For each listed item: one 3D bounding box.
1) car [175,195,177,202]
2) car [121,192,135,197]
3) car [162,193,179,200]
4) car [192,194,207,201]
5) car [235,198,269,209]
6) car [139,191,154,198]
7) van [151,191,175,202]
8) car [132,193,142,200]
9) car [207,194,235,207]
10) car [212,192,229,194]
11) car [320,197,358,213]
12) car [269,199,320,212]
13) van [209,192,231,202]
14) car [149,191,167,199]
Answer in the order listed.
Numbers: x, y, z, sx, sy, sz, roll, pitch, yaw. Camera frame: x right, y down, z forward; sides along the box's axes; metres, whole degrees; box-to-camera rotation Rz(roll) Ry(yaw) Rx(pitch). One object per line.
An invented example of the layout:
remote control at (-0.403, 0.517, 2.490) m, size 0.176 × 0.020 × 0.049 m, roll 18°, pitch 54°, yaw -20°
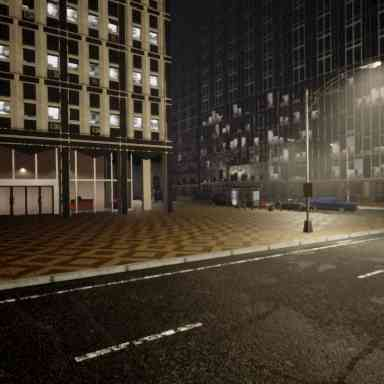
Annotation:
car at (-4.720, 0.887, 62.788) m, size 2.097 × 1.767 × 4.553 m, roll -1°, pitch 1°, yaw -35°
car at (-17.667, 0.688, 91.629) m, size 2.008 × 1.369 × 4.403 m, roll 0°, pitch 1°, yaw -35°
car at (-4.769, 0.936, 72.908) m, size 1.802 × 1.307 × 4.206 m, roll 0°, pitch 1°, yaw -35°
car at (1.679, 1.043, 63.547) m, size 1.802 × 1.307 × 4.206 m, roll 0°, pitch 1°, yaw -35°
car at (7.581, 1.388, 40.011) m, size 1.802 × 1.307 × 4.206 m, roll 0°, pitch 1°, yaw -35°
car at (-11.218, 0.686, 82.267) m, size 1.967 × 1.590 × 4.097 m, roll 0°, pitch 1°, yaw -35°
van at (-5.222, 0.937, 58.792) m, size 1.690 × 1.788 × 3.998 m, roll 0°, pitch 1°, yaw -35°
car at (-11.671, 1.039, 68.155) m, size 2.008 × 1.369 × 4.403 m, roll 0°, pitch 1°, yaw -35°
car at (4.405, 1.319, 44.724) m, size 1.947 × 1.339 × 4.313 m, roll 0°, pitch 1°, yaw -35°
car at (4.962, 1.038, 48.567) m, size 2.097 × 1.767 × 4.553 m, roll -1°, pitch 1°, yaw -34°
car at (14.588, 1.317, 34.585) m, size 1.882 × 1.535 × 5.008 m, roll -1°, pitch 1°, yaw -35°
car at (10.792, 1.424, 35.318) m, size 1.947 × 1.339 × 4.313 m, roll 0°, pitch 1°, yaw -35°
van at (4.903, 0.855, 58.863) m, size 1.690 × 1.788 × 3.998 m, roll 0°, pitch 1°, yaw -35°
car at (-7.994, 0.615, 77.585) m, size 2.192 × 1.841 × 5.009 m, roll 0°, pitch 1°, yaw -35°
